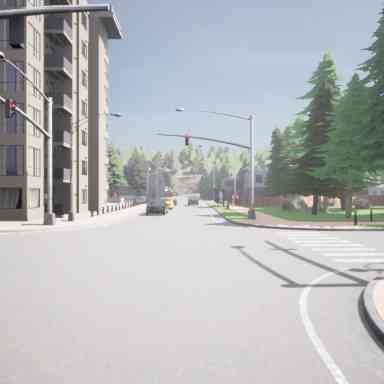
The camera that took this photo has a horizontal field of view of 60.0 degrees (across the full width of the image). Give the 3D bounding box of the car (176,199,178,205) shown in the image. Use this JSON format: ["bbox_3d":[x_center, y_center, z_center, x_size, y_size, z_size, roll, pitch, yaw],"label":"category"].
[{"bbox_3d":[-3.371,1.601,53.743,1.895,1.301,4.718,0,0,1],"label":"car"}]

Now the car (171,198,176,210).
[{"bbox_3d":[-3.439,1.478,43.495,1.882,1.535,5.008,0,0,0],"label":"car"}]

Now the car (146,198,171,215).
[{"bbox_3d":[-3.483,1.478,33.534,1.882,1.535,5.008,0,0,0],"label":"car"}]

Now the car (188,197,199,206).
[{"bbox_3d":[0.196,1.547,55.714,2.033,1.411,5.357,0,0,0],"label":"car"}]
